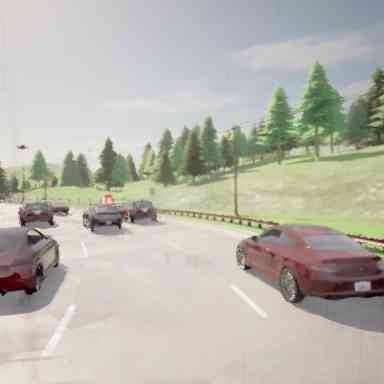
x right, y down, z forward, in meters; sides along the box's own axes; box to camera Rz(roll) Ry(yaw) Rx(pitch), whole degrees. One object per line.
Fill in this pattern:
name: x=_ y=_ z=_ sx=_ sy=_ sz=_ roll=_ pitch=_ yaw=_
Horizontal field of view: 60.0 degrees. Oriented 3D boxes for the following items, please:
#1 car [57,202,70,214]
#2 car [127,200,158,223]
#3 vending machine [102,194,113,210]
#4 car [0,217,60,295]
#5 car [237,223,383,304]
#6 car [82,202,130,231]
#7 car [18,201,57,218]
car: x=-14.913 y=1.758 z=36.079 sx=1.895 sy=1.301 sz=4.718 roll=-1 pitch=0 yaw=-37
car: x=-4.372 y=1.378 z=25.983 sx=2.097 sy=1.767 sz=4.553 roll=-1 pitch=0 yaw=-27
vending machine: x=-11.049 y=1.290 z=43.510 sx=1.100 sy=2.100 sz=0.880 roll=-1 pitch=0 yaw=-39
car: x=-4.750 y=1.617 z=8.716 sx=1.994 sy=1.385 sz=4.181 roll=-1 pitch=0 yaw=-14
car: x=2.548 y=1.481 z=8.056 sx=1.812 sy=1.442 sz=4.674 roll=-1 pitch=0 yaw=-11
car: x=-5.720 y=1.542 z=20.955 sx=2.128 sy=1.511 sz=4.902 roll=-1 pitch=0 yaw=-25
car: x=-11.718 y=1.480 z=24.838 sx=2.097 sy=1.767 sz=4.553 roll=-1 pitch=0 yaw=-30
